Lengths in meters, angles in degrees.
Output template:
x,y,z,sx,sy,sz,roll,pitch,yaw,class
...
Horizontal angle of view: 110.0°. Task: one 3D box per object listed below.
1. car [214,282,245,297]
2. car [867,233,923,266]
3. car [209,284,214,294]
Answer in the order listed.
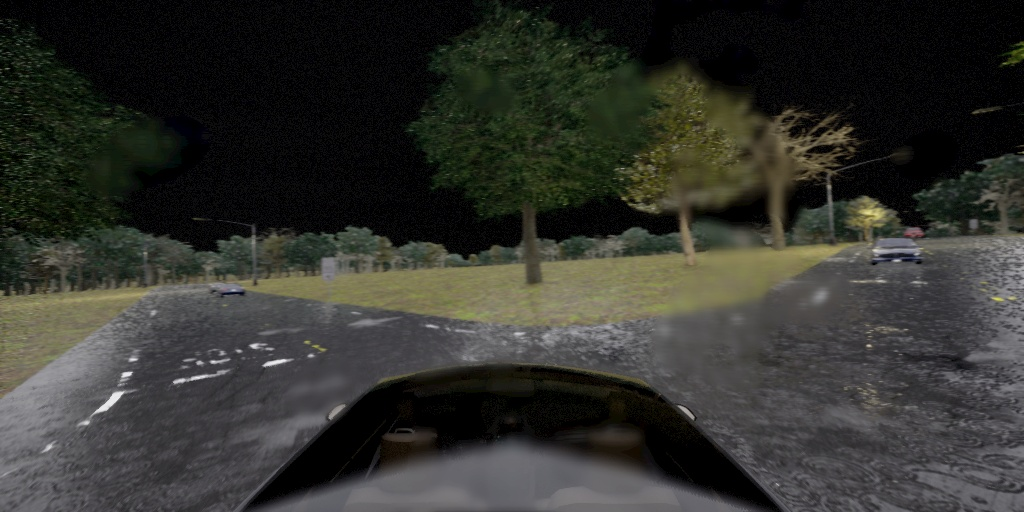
x,y,z,sx,sy,sz,roll,pitch,yaw,class
-28.848,3.431,36.774,1.994,1.385,4.181,-2,-2,-44,car
20.827,-0.309,19.557,5.357,1.411,2.033,-5,1,-45,car
-35.841,3.867,44.066,1.994,1.385,4.181,-2,-1,-44,car
